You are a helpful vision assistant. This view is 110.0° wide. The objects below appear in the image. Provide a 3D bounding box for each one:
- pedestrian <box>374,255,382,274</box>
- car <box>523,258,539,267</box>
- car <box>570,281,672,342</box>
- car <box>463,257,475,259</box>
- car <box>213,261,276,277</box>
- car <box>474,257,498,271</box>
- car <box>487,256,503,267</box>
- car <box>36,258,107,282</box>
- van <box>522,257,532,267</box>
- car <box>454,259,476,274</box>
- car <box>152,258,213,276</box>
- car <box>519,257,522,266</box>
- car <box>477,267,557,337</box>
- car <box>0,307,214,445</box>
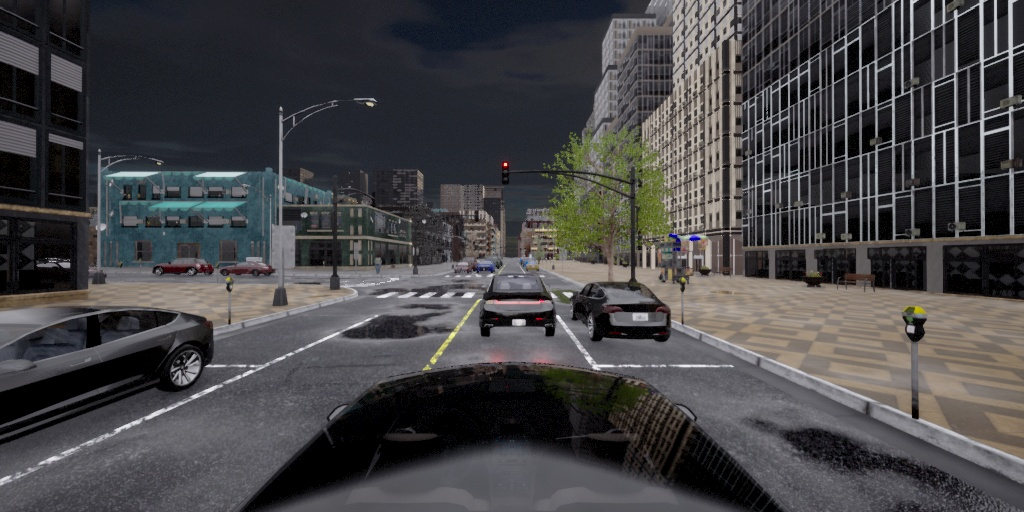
[{"bbox_3d":[-12.742,0.789,34.091,0.375,1.860,0.375,0,-1,-1],"label":"pedestrian"},{"bbox_3d":[2.701,1.278,47.806,1.751,1.417,4.829,0,0,0],"label":"car"},{"bbox_3d":[2.692,1.316,9.607,1.948,1.339,4.313,0,0,0],"label":"car"},{"bbox_3d":[-5.679,1.068,47.636,2.192,1.841,5.009,0,0,0],"label":"car"},{"bbox_3d":[-22.815,1.090,31.002,4.207,1.307,1.802,0,0,-1],"label":"car"},{"bbox_3d":[-3.076,1.230,42.935,1.882,1.535,5.008,0,0,2],"label":"car"},{"bbox_3d":[-3.050,0.977,55.555,2.150,2.045,5.566,0,0,1],"label":"car"},{"bbox_3d":[-28.246,0.980,22.546,4.207,1.307,1.802,0,0,-1],"label":"car"},{"bbox_3d":[2.702,1.094,53.187,1.690,1.789,3.998,0,0,0],"label":"van"},{"bbox_3d":[-5.681,1.334,42.085,1.802,1.307,4.207,0,0,0],"label":"car"},{"bbox_3d":[-28.362,0.879,30.925,4.097,1.591,1.967,0,0,-1],"label":"car"},{"bbox_3d":[2.705,1.305,64.289,2.007,1.370,4.403,0,0,0],"label":"car"},{"bbox_3d":[0.112,1.242,10.277,2.128,1.511,4.902,0,0,-1],"label":"car"},{"bbox_3d":[-5.689,1.316,4.069,1.948,1.339,4.313,0,0,0],"label":"car"}]
